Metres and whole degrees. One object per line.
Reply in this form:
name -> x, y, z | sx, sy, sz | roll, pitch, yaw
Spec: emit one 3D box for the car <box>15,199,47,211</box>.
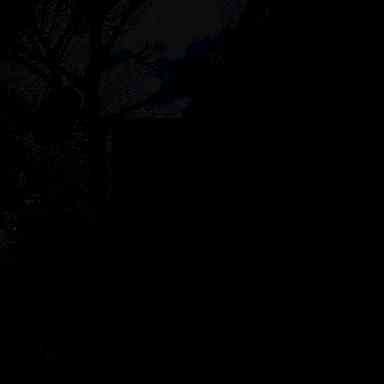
car -> -20.442, 1.657, 42.555 | 1.812, 1.442, 4.674 | 1, 0, 8
